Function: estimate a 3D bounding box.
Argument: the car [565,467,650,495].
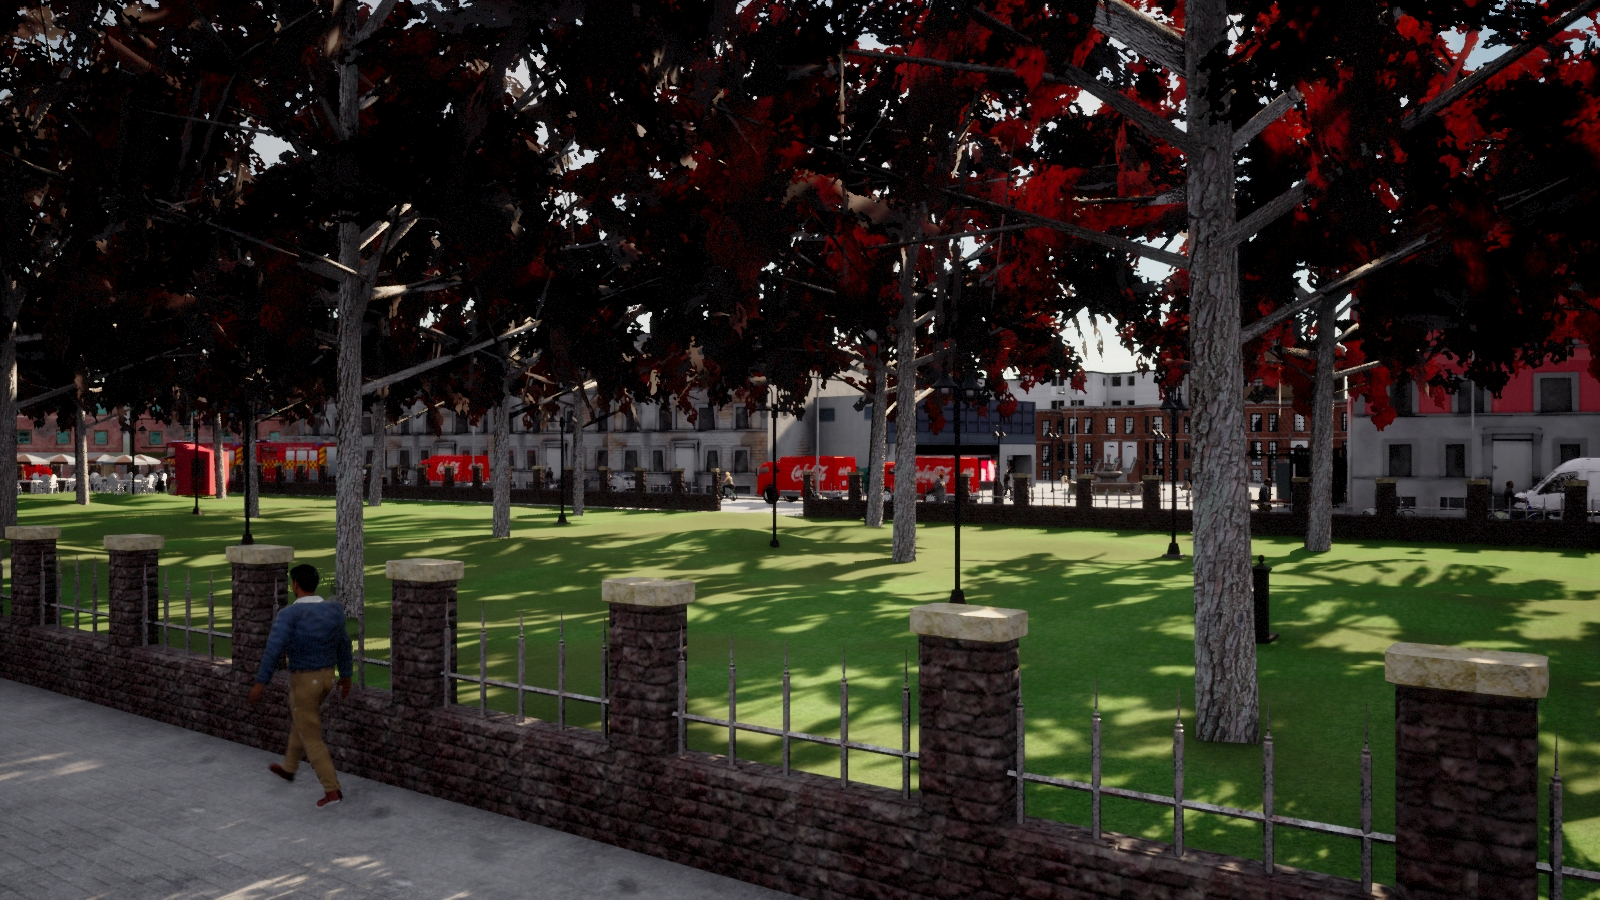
[{"bbox_3d":[-11.432,1.827,67.802,4.902,1.511,2.128,0,0,35],"label":"car"}]

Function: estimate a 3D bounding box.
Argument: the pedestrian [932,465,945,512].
[{"bbox_3d":[5.472,1.525,45.183,0.375,1.860,0.375,0,0,35],"label":"pedestrian"}]

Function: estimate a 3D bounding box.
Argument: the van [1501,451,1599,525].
[{"bbox_3d":[28.109,1.314,40.069,5.915,2.561,1.988,0,0,35],"label":"van"}]

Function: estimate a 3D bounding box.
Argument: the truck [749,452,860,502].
[{"bbox_3d":[0.205,1.348,59.637,5.204,2.467,2.627,0,0,35],"label":"truck"}]

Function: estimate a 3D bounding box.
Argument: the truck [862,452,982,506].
[{"bbox_3d":[5.913,1.348,55.621,5.204,2.467,2.627,0,0,35],"label":"truck"}]

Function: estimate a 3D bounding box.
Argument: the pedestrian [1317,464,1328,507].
[{"bbox_3d":[22.438,1.522,49.070,0.375,1.860,0.375,0,0,16],"label":"pedestrian"}]

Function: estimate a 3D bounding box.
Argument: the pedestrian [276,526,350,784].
[{"bbox_3d":[-3.693,1.526,8.662,0.375,1.860,0.375,0,0,35],"label":"pedestrian"}]

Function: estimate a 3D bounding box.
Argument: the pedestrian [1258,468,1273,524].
[{"bbox_3d":[15.525,1.524,38.088,0.375,1.860,0.375,0,0,36],"label":"pedestrian"}]

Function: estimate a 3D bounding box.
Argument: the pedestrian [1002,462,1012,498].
[{"bbox_3d":[10.828,1.573,59.767,0.375,1.860,0.375,0,0,33],"label":"pedestrian"}]

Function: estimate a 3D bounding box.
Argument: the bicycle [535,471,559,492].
[{"bbox_3d":[-15.681,1.940,70.806,1.835,1.271,0.329,0,0,35],"label":"bicycle"}]
